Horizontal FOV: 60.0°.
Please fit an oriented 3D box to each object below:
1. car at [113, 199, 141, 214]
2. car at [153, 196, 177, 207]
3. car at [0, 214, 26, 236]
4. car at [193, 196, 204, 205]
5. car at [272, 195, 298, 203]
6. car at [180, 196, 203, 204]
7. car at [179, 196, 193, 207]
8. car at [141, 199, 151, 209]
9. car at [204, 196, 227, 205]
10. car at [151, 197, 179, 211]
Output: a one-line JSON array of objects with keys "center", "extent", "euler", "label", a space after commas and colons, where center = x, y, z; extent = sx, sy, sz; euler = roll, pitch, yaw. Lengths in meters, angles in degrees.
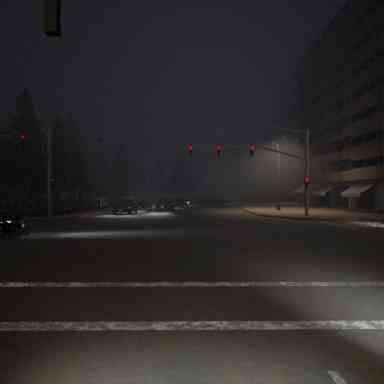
[{"center": [-6.952, 1.526, 35.004], "extent": [1.812, 1.442, 4.674], "euler": [0, 0, 2], "label": "car"}, {"center": [-4.280, 1.491, 53.926], "extent": [2.128, 1.511, 4.902], "euler": [0, 0, 20], "label": "car"}, {"center": [-11.340, 1.529, 17.193], "extent": [4.902, 1.511, 2.128], "euler": [-1, 0, -9], "label": "car"}, {"center": [1.991, 1.601, 59.544], "extent": [1.895, 1.301, 4.718], "euler": [0, 0, 31], "label": "car"}, {"center": [18.506, 1.478, 67.505], "extent": [5.008, 1.535, 1.882], "euler": [0, 0, -33], "label": "car"}, {"center": [-0.023, 1.491, 63.087], "extent": [2.128, 1.511, 4.902], "euler": [0, 0, 32], "label": "car"}, {"center": [-1.902, 1.547, 50.317], "extent": [2.033, 1.411, 5.357], "euler": [0, 0, 15], "label": "car"}, {"center": [-6.407, 1.601, 44.083], "extent": [1.895, 1.301, 4.718], "euler": [0, 0, 6], "label": "car"}, {"center": [4.510, 1.491, 56.642], "extent": [2.128, 1.511, 4.902], "euler": [0, 0, 26], "label": "car"}, {"center": [-3.217, 1.491, 40.587], "extent": [2.128, 1.511, 4.902], "euler": [0, 0, 4], "label": "car"}]
